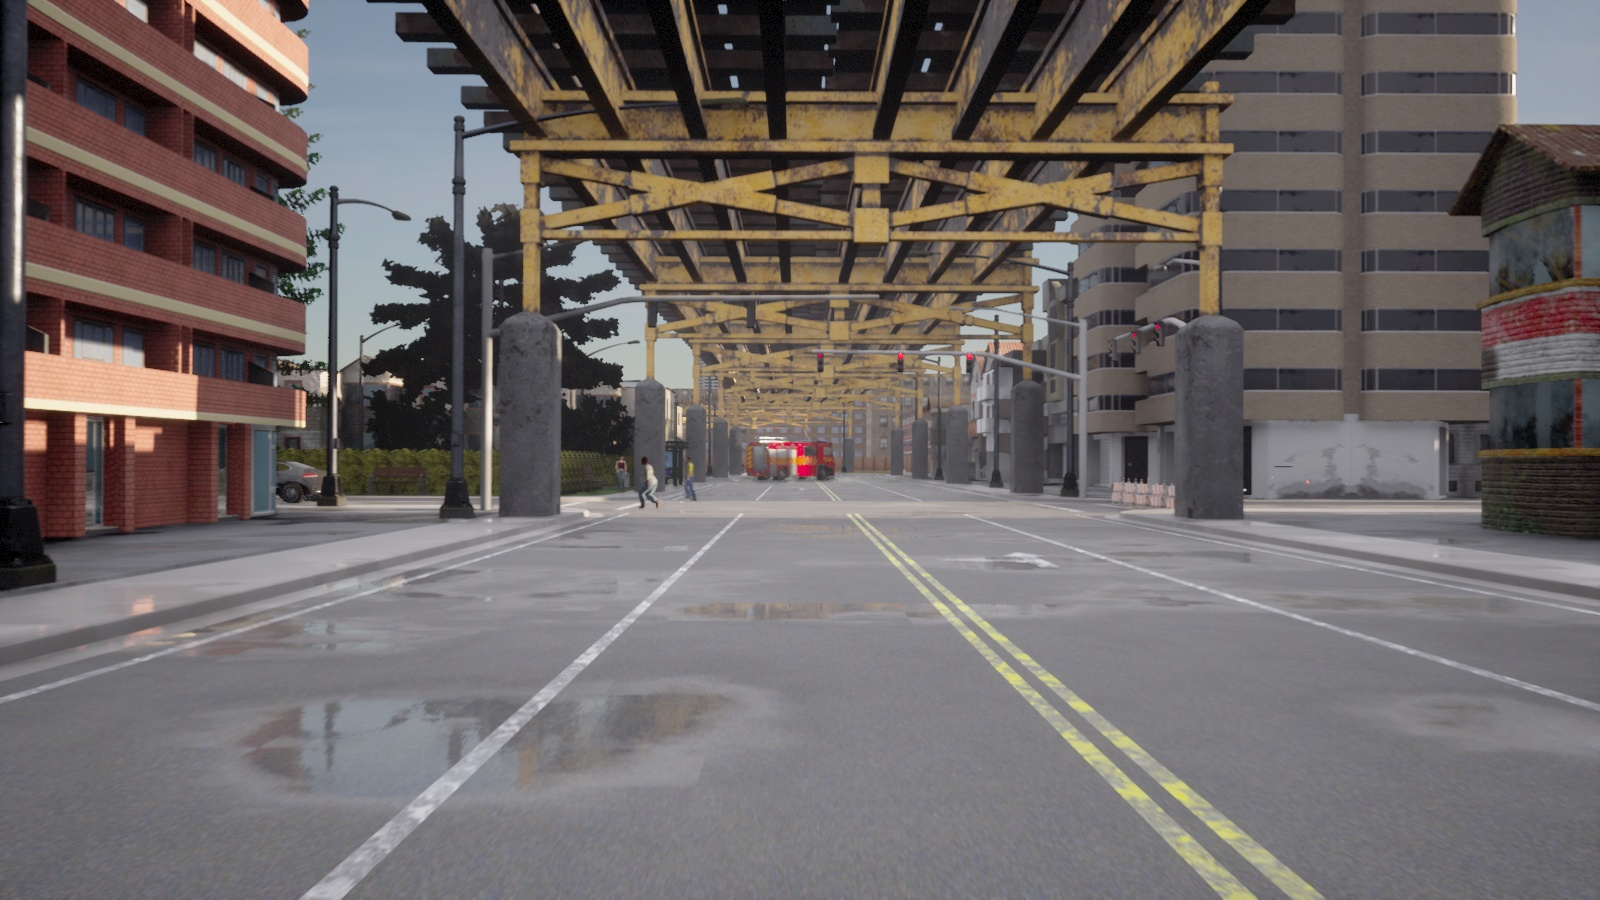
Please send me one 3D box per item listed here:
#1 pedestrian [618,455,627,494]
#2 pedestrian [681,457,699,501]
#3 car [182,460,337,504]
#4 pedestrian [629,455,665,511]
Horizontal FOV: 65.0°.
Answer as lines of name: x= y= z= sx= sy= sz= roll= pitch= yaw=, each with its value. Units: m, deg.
pedestrian: x=-8.347 y=1.151 z=58.916 sx=0.345 sy=1.836 sz=0.594 roll=0 pitch=-1 yaw=-14
pedestrian: x=-4.581 y=1.204 z=52.253 sx=0.706 sy=1.836 sz=0.354 roll=0 pitch=-1 yaw=2
car: x=-20.633 y=1.211 z=48.098 sx=5.027 sy=1.651 sz=2.152 roll=0 pitch=-1 yaw=0
pedestrian: x=-5.134 y=1.106 z=42.097 sx=0.900 sy=1.855 sz=0.874 roll=0 pitch=-1 yaw=21
